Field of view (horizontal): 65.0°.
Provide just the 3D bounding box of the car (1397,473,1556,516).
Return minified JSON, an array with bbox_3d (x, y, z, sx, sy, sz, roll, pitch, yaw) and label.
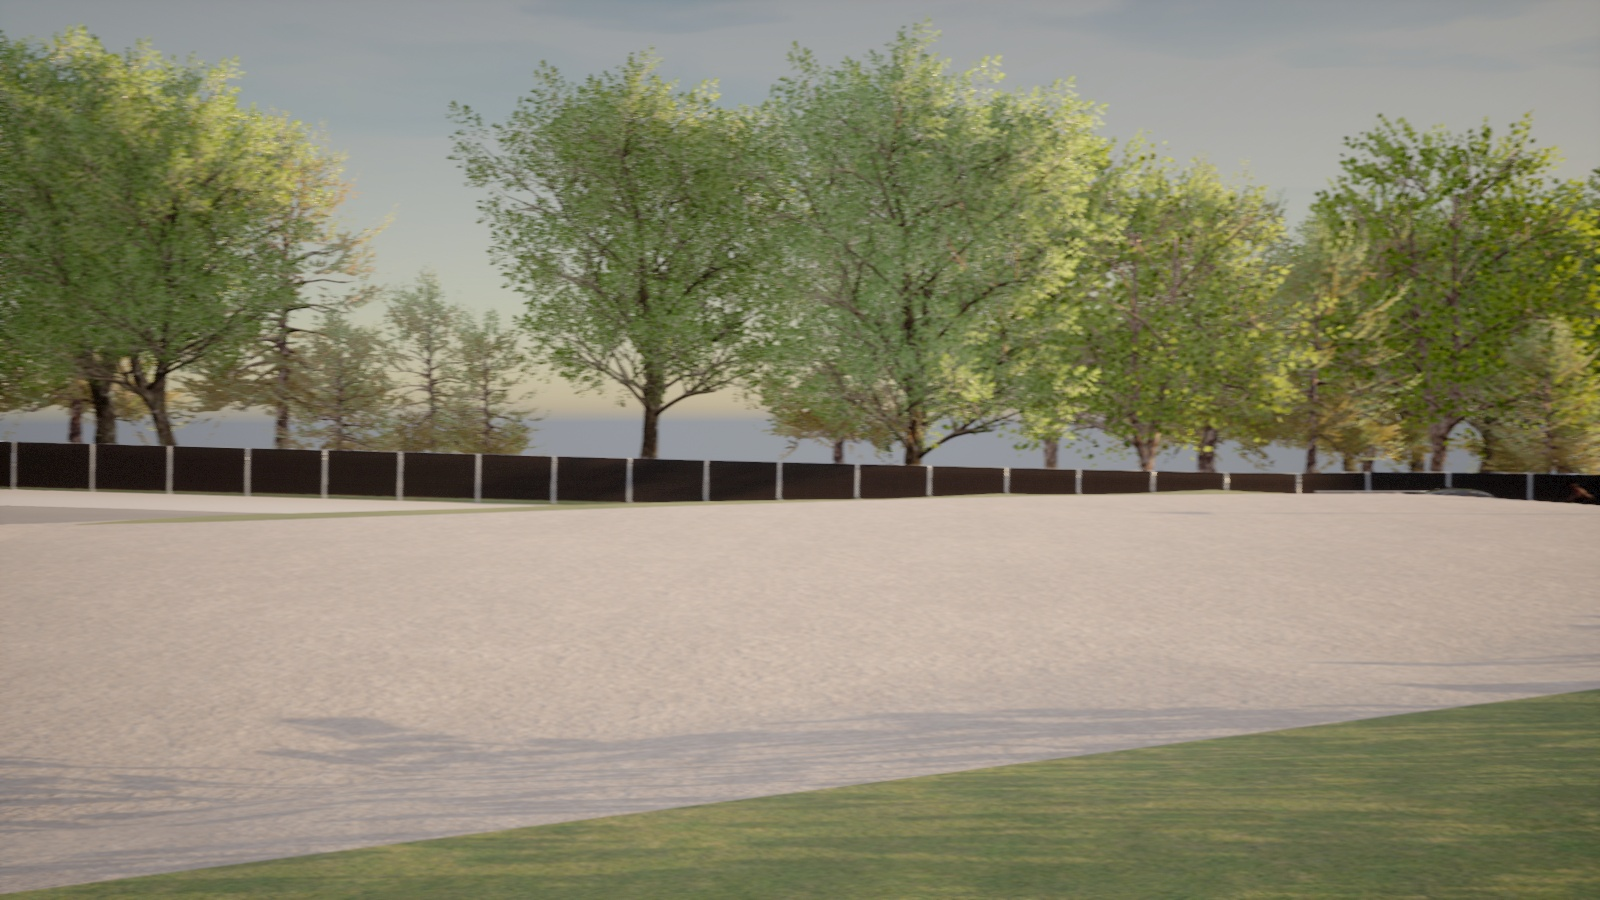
[{"bbox_3d":[25.048,1.643,46.629,4.892,1.490,1.837,-1,1,6],"label":"car"}]
